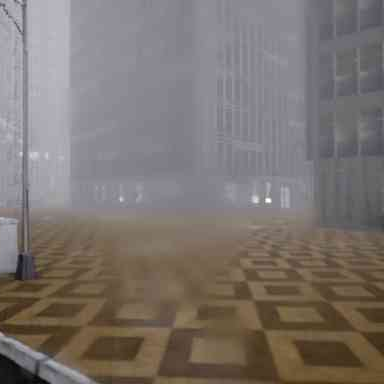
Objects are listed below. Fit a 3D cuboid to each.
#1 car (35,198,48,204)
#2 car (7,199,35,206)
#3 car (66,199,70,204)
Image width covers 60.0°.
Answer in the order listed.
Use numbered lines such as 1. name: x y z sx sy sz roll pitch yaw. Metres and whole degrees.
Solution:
1. car: -35.107 2.099 75.285 4.507 1.381 1.887 -1 1 -41
2. car: -33.861 2.111 65.159 4.313 1.339 1.947 -1 1 -41
3. car: -25.324 2.022 72.679 4.206 1.307 1.802 -1 1 -41
